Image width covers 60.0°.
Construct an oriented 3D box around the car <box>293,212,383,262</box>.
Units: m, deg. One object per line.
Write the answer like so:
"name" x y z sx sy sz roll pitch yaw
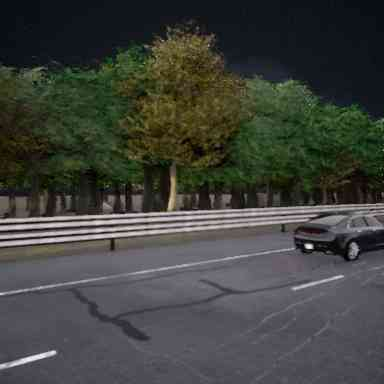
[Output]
"car" 5.747 1.504 12.154 4.892 1.490 1.837 0 0 -36
